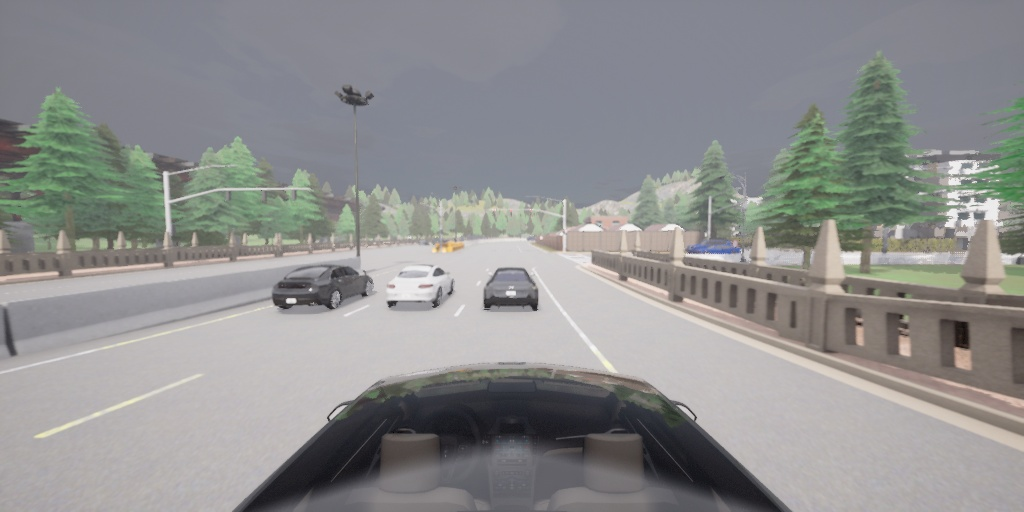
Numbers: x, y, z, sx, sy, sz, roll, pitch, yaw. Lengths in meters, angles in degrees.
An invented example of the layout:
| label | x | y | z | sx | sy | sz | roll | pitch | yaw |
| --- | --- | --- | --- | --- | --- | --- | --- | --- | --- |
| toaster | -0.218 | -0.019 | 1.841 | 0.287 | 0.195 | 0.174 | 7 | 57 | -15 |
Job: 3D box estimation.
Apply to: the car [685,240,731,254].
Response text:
| label | x | y | z | sx | sy | sz | roll | pitch | yaw |
| --- | --- | --- | --- | --- | --- | --- | --- | --- | --- |
| car | 25.374 | -1.091 | 46.226 | 5.566 | 2.045 | 2.150 | 0 | 3 | 2 |

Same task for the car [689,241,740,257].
| label | x | y | z | sx | sy | sz | roll | pitch | yaw |
| --- | --- | --- | --- | --- | --- | --- | --- | --- | --- |
| car | 24.379 | -0.626 | 42.780 | 5.008 | 1.535 | 1.882 | 0 | 3 | 2 |

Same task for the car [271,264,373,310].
| label | x | y | z | sx | sy | sz | roll | pitch | yaw |
| --- | --- | --- | --- | --- | --- | --- | --- | --- | --- |
| car | -7.025 | 1.059 | 13.820 | 1.837 | 1.490 | 4.892 | 0 | 3 | 0 |

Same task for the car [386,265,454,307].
| label | x | y | z | sx | sy | sz | roll | pitch | yaw |
| --- | --- | --- | --- | --- | --- | --- | --- | --- | --- |
| car | -3.523 | 1.060 | 14.244 | 1.812 | 1.442 | 4.674 | 0 | 3 | 0 |

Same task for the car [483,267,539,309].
| label | x | y | z | sx | sy | sz | roll | pitch | yaw |
| --- | --- | --- | --- | --- | --- | --- | --- | --- | --- |
| car | -0.027 | 1.114 | 13.881 | 1.994 | 1.385 | 4.181 | 0 | 2 | 0 |
